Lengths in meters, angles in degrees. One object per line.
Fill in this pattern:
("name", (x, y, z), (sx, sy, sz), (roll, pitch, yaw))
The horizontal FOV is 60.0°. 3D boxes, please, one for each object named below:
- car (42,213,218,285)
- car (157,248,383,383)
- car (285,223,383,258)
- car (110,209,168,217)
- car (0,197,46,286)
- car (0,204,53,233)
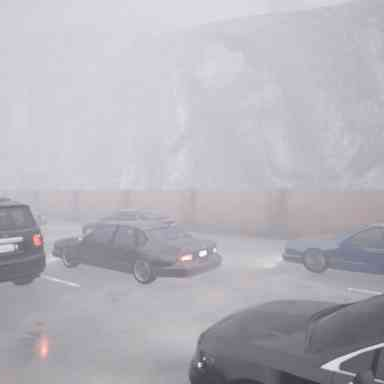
("car", (-1.780, 1.543, 9.542), (5.357, 1.411, 2.033), (0, 0, 35))
("car", (2.229, 1.505, 2.457), (4.892, 1.490, 1.837), (0, 0, 35))
("car", (5.242, 1.547, 8.857), (5.357, 1.411, 2.033), (0, 0, 35))
("car", (-2.803, 1.497, 14.567), (4.892, 1.490, 1.837), (0, 0, 35))
("car", (-5.882, 1.215, 8.167), (5.566, 2.045, 2.150), (0, 0, 35))
("car", (-11.029, 1.533, 20.413), (5.357, 1.411, 2.033), (0, 0, 35))
